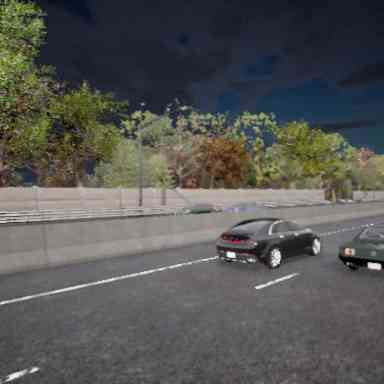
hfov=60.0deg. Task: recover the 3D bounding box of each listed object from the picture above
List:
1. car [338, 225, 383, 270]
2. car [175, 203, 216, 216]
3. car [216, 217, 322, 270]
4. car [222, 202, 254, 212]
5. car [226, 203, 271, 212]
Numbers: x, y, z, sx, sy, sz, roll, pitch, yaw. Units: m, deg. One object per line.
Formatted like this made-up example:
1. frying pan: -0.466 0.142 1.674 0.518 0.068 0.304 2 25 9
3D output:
1. car: 6.388 1.672 10.364 1.895 1.301 4.718 -2 -1 45
2. car: 0.379 1.927 34.365 2.097 1.767 4.553 -2 -1 45
3. car: 2.899 1.660 11.828 1.837 1.490 4.892 -2 -1 45
4. car: 5.073 1.845 34.118 2.097 1.767 4.553 -2 -1 45
5. car: 5.784 1.956 29.876 2.033 1.411 5.357 -2 -1 45
